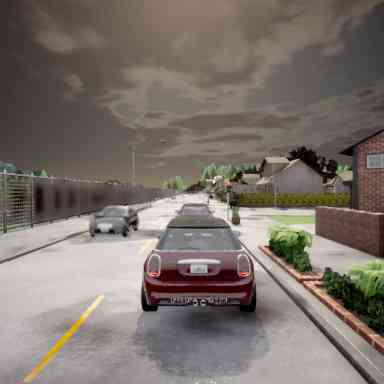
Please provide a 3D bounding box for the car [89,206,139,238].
[{"bbox_3d":[-3.996,1.493,17.760,2.128,1.511,4.902,0,0,1],"label":"car"}]

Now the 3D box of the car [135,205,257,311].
[{"bbox_3d":[0.125,1.352,7.893,2.097,1.767,4.553,0,0,0],"label":"car"}]

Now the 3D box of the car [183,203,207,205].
[{"bbox_3d":[0.163,1.352,17.590,2.097,1.767,4.553,0,0,0],"label":"car"}]
